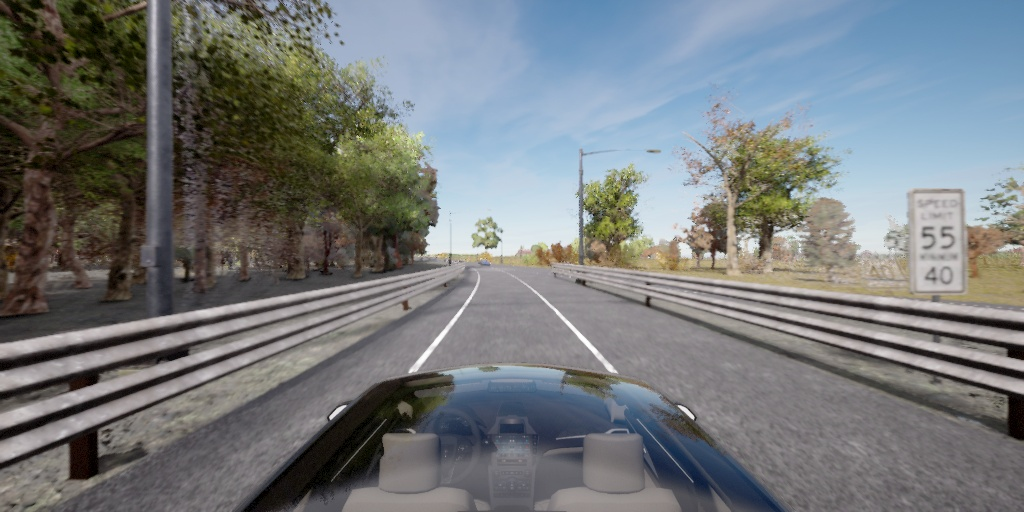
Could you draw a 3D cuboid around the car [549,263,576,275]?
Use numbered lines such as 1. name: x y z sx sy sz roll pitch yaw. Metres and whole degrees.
1. car: 5.960 1.471 42.745 1.994 1.385 4.181 1 -1 -19
